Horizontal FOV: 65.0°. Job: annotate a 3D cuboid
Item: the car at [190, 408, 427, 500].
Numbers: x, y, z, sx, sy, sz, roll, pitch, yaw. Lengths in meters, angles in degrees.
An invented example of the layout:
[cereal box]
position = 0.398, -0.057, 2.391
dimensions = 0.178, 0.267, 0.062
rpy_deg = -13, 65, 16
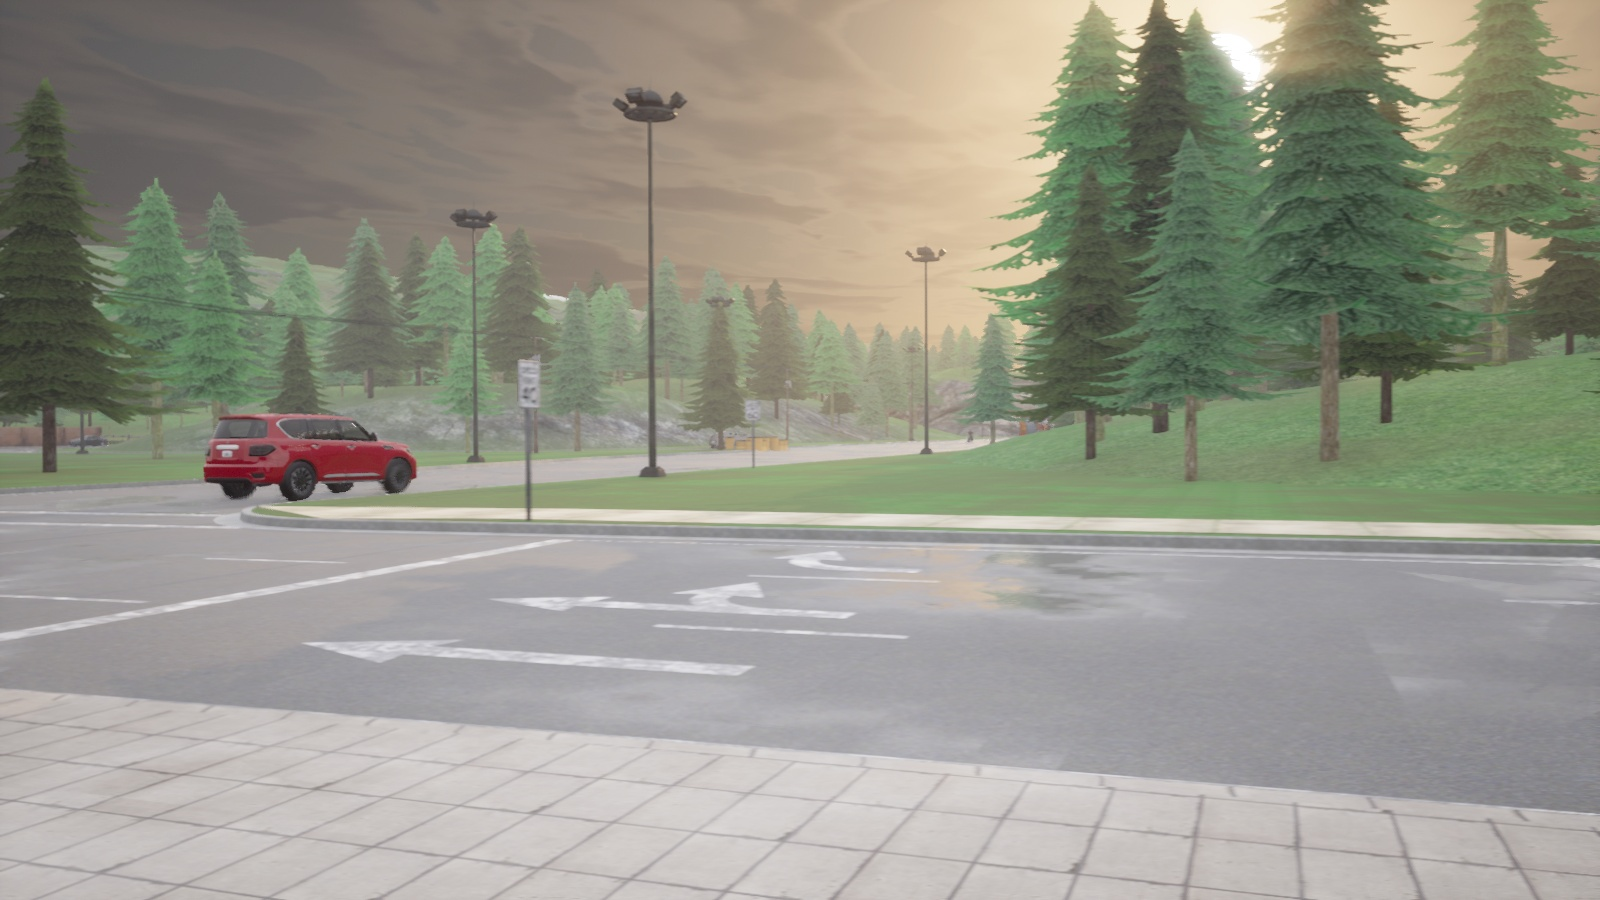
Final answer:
[car]
position = -11.973, 0.055, 31.097
dimensions = 2.150, 2.045, 5.566
rpy_deg = 0, 1, 23
